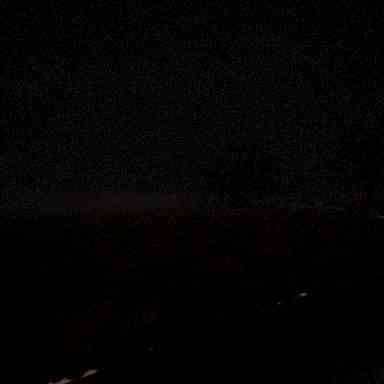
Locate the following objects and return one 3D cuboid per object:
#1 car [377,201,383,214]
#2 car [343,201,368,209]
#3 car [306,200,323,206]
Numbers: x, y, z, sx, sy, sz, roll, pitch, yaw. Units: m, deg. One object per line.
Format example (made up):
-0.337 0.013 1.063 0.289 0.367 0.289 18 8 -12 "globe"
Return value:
20.947 1.703 34.909 1.837 1.490 4.892 1 -1 16 "car"
26.552 2.127 54.320 1.895 1.301 4.718 1 -1 -1 "car"
25.628 2.340 69.820 1.895 1.301 4.718 1 -1 -4 "car"
